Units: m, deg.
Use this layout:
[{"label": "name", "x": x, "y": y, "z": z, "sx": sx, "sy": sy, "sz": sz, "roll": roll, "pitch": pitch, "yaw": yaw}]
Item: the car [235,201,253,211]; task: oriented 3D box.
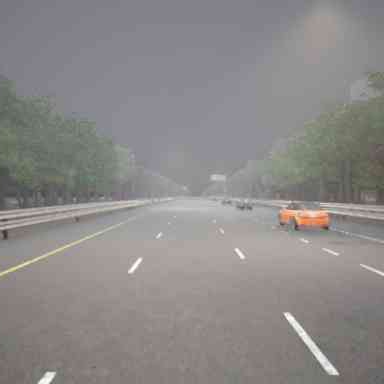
[{"label": "car", "x": 7.140, "y": 1.893, "z": 46.259, "sx": 1.895, "sy": 1.301, "sz": 4.718, "roll": 0, "pitch": -1, "yaw": 0}]

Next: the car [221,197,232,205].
[{"label": "car", "x": 7.318, "y": 1.925, "z": 71.507, "sx": 2.097, "sy": 1.767, "sz": 4.553, "roll": 0, "pitch": -1, "yaw": 0}]

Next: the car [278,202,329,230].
[{"label": "car", "x": 7.036, "y": 1.419, "z": 21.456, "sx": 2.097, "sy": 1.767, "sz": 4.553, "roll": 0, "pitch": 0, "yaw": 0}]
